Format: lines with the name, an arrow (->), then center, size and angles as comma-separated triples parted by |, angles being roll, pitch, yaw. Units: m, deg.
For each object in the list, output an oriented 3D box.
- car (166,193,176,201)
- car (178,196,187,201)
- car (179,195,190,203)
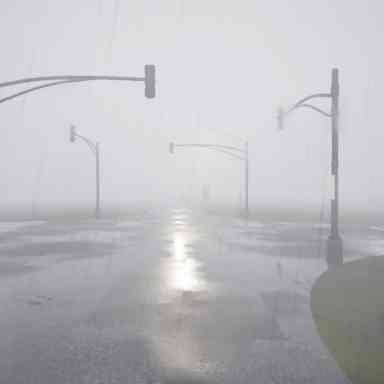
car -> -4.617, 1.013, 73.981 | 2.097, 1.767, 4.553 | 0, 0, -3
car -> -2.234, 1.559, 79.963 | 1.895, 1.301, 4.718 | 0, 0, -4
car -> -1.630, 1.384, 69.889 | 2.097, 1.767, 4.553 | 0, 0, -3
